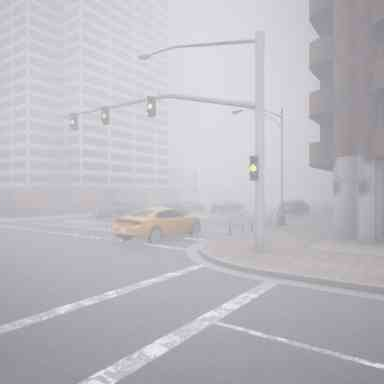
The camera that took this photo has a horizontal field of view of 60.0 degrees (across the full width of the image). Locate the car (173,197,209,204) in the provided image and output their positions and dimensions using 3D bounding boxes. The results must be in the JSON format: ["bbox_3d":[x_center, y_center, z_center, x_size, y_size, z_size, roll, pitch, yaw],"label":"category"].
[{"bbox_3d":[-0.401,1.564,36.217,1.994,1.385,4.181,0,0,35],"label":"car"}]

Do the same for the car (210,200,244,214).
[{"bbox_3d":[3.861,1.601,36.186,1.895,1.301,4.718,0,0,35],"label":"car"}]

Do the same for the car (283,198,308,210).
[{"bbox_3d":[13.581,1.564,43.656,1.994,1.385,4.181,0,0,35],"label":"car"}]

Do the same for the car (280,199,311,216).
[{"bbox_3d":[10.259,1.491,32.797,2.128,1.511,4.902,0,0,35],"label":"car"}]

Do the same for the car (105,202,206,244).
[{"bbox_3d":[-1.504,1.477,16.044,1.882,1.535,5.008,0,0,35],"label":"car"}]

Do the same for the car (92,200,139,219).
[{"bbox_3d":[-6.120,1.505,28.090,1.837,1.490,4.892,0,0,35],"label":"car"}]

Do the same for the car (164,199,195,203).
[{"bbox_3d":[-2.010,1.564,27.850,1.994,1.385,4.181,0,0,35],"label":"car"}]
